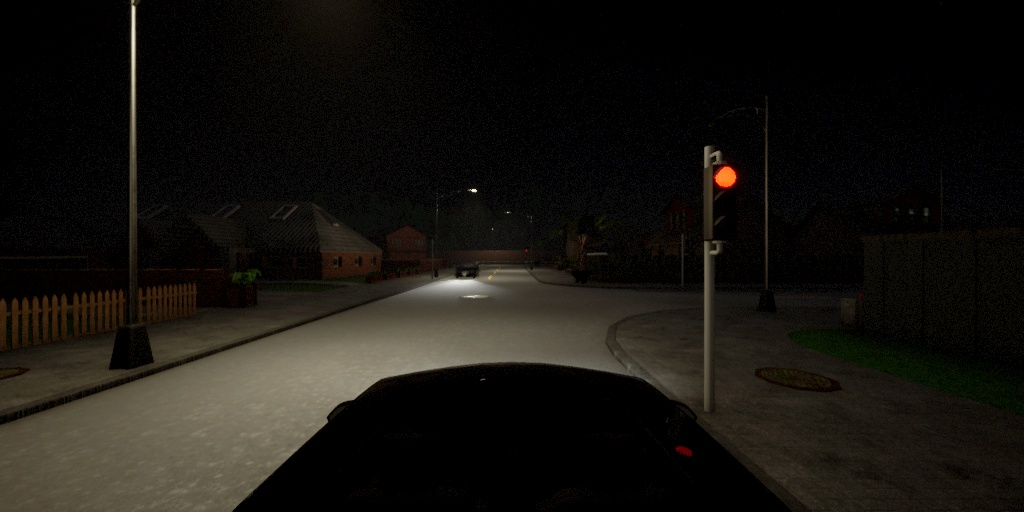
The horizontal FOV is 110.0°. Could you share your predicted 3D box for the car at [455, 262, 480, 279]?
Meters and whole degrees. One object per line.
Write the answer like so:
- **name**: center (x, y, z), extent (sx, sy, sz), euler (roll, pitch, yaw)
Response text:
- **car**: center (-3.996, 1.281, 32.749), extent (2.128, 1.511, 4.902), euler (0, 1, 0)
